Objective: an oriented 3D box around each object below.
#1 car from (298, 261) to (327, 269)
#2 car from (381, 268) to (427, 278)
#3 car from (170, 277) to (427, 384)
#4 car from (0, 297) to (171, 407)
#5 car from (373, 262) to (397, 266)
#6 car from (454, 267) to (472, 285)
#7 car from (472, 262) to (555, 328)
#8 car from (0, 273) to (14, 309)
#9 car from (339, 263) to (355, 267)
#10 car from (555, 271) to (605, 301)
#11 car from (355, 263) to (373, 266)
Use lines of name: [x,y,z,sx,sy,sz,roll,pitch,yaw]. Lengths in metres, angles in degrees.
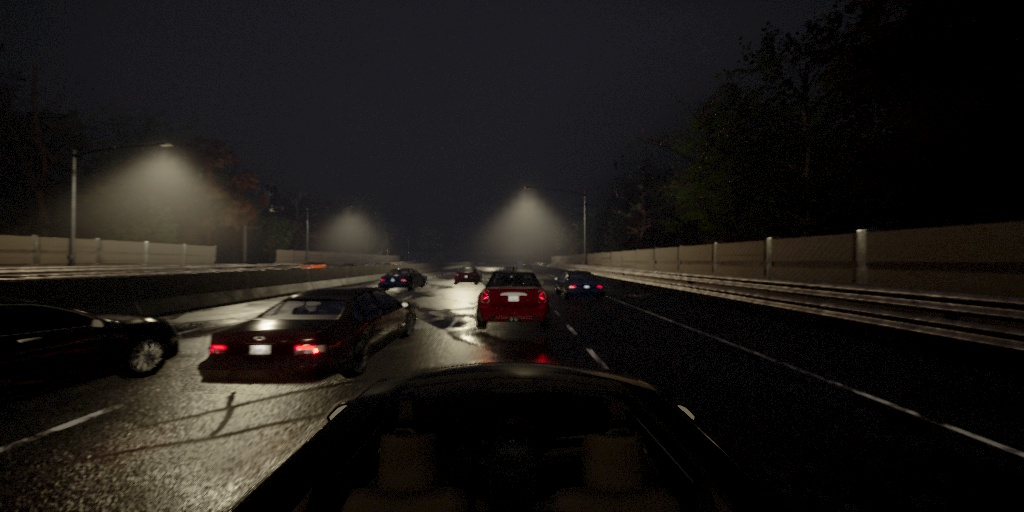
car: [-28.355,1.532,51.098,2.097,1.767,4.553,0,-1,0]
car: [-7.040,1.502,23.633,2.033,1.411,5.357,0,-1,0]
car: [-3.443,1.345,7.392,2.033,1.411,5.357,0,-1,0]
car: [-6.924,1.261,4.461,1.837,1.490,4.892,0,-1,0]
car: [-17.876,1.699,51.867,1.882,1.535,5.008,0,-1,0]
car: [-3.575,1.594,29.811,1.994,1.385,4.181,0,-1,0]
car: [0.033,1.208,11.994,2.097,1.767,4.553,0,-1,0]
car: [-21.172,1.357,12.433,1.994,1.385,4.181,0,-1,0]
car: [-24.870,1.756,54.661,1.812,1.442,4.674,0,-1,0]
car: [3.379,1.484,18.801,2.033,1.411,5.357,0,-1,0]
car: [-21.367,1.788,54.627,2.033,1.411,5.357,0,-1,0]
